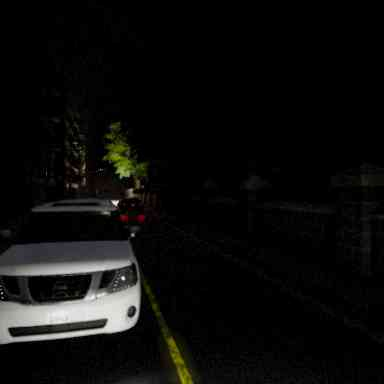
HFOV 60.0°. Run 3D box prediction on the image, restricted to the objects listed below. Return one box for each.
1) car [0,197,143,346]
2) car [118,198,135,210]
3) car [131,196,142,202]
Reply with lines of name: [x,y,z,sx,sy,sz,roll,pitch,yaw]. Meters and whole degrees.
car: [-2.355,1.215,6.848,2.150,2.045,5.566,0,0,-14]
car: [-8.790,1.537,44.342,1.994,1.385,4.181,0,0,-15]
car: [-6.329,1.329,34.764,2.097,1.767,4.553,0,0,-15]
